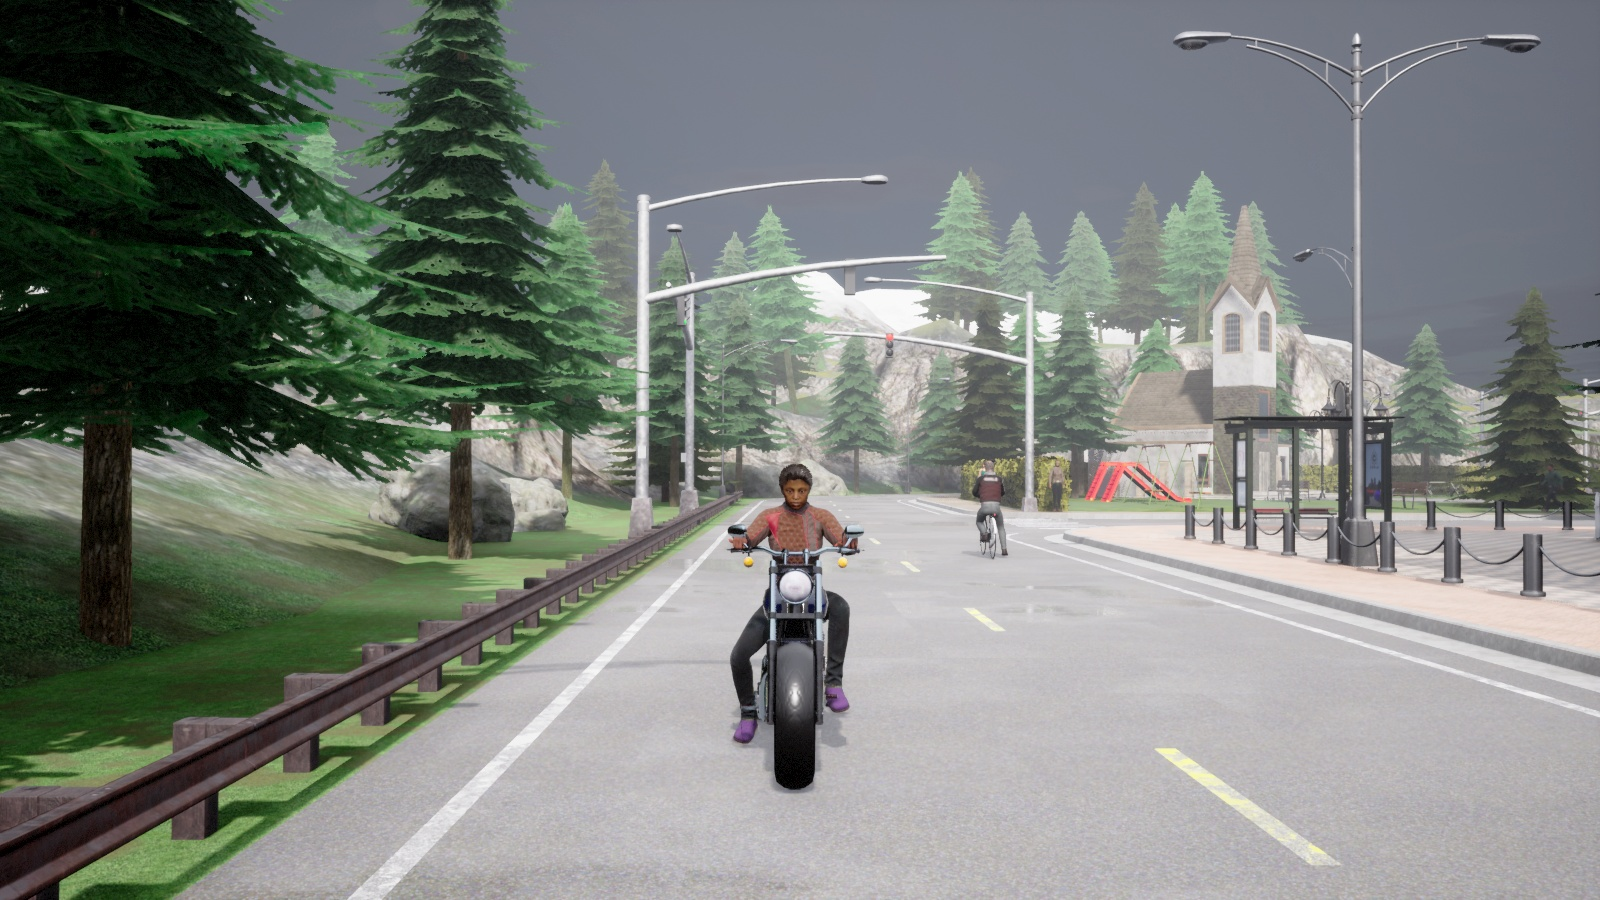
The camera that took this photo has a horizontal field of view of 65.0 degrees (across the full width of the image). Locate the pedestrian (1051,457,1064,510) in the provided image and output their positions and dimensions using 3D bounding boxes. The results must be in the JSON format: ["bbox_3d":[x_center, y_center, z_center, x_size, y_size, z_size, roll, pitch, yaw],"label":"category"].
[{"bbox_3d":[8.943,1.155,43.646,0.331,1.846,0.634,0,-1,1],"label":"pedestrian"}]

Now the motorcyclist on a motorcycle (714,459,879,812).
[{"bbox_3d":[-0.019,0.883,7.064,0.766,1.649,2.350,0,-1,0],"label":"motorcyclist on a motorcycle"}]

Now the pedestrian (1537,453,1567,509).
[{"bbox_3d":[26.745,1.101,44.667,0.788,1.949,0.423,0,-1,0],"label":"pedestrian"}]

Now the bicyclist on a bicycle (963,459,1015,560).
[{"bbox_3d":[3.438,1.056,22.945,0.659,1.776,1.843,0,-1,0],"label":"bicyclist on a bicycle"}]
